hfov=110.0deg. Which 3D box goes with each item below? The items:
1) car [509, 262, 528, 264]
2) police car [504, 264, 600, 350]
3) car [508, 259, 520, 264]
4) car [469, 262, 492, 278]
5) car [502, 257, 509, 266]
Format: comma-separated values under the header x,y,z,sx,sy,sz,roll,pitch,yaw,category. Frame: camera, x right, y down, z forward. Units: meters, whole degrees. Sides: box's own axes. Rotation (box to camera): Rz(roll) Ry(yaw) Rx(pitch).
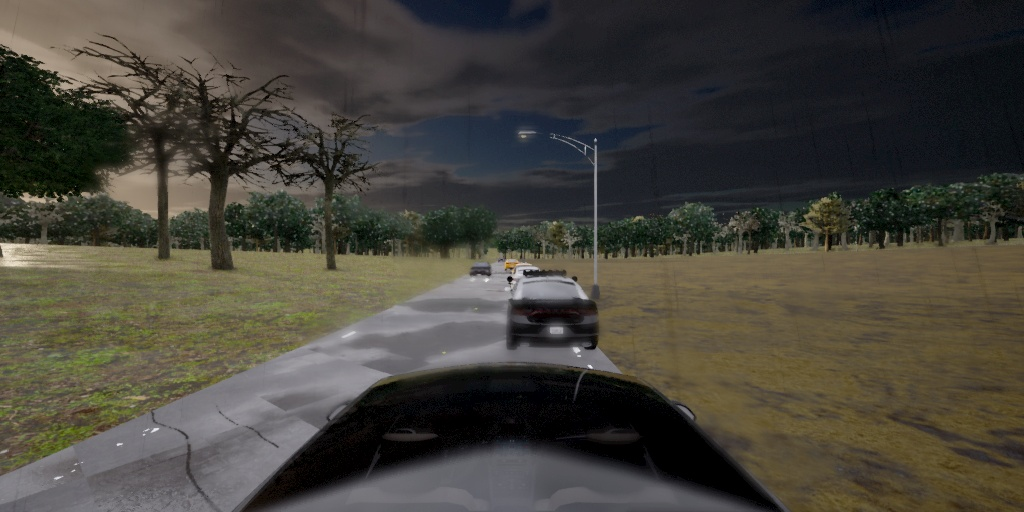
x,y,z,sx,sy,sz,roll,pitch,yaw,category
0.822,1.260,19.103,1.812,1.442,4.674,0,0,0,car
0.823,1.171,9.213,1.930,1.638,5.238,0,0,0,police car
0.820,1.180,25.293,1.801,1.575,5.366,0,0,0,car
-2.856,1.255,33.923,2.033,1.411,5.357,0,0,0,car
0.028,1.142,48.502,1.882,1.535,5.008,0,0,0,car
